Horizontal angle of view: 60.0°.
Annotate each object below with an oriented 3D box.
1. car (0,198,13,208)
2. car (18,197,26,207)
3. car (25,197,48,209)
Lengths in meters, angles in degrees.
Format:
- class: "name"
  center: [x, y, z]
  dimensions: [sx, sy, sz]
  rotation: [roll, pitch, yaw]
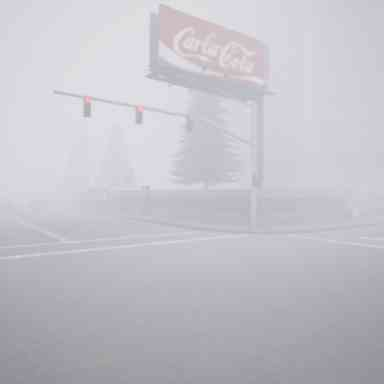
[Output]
- class: "car"
  center: [-27.478, 1.587, 48.730]
  dimensions: [2.033, 1.411, 5.357]
  rotation: [1, 0, -36]
- class: "car"
  center: [-26.849, 1.591, 53.829]
  dimensions: [1.812, 1.442, 4.674]
  rotation: [1, 0, -37]
- class: "car"
  center: [-21.512, 1.571, 46.441]
  dimensions: [1.837, 1.490, 4.892]
  rotation: [1, 0, -36]
